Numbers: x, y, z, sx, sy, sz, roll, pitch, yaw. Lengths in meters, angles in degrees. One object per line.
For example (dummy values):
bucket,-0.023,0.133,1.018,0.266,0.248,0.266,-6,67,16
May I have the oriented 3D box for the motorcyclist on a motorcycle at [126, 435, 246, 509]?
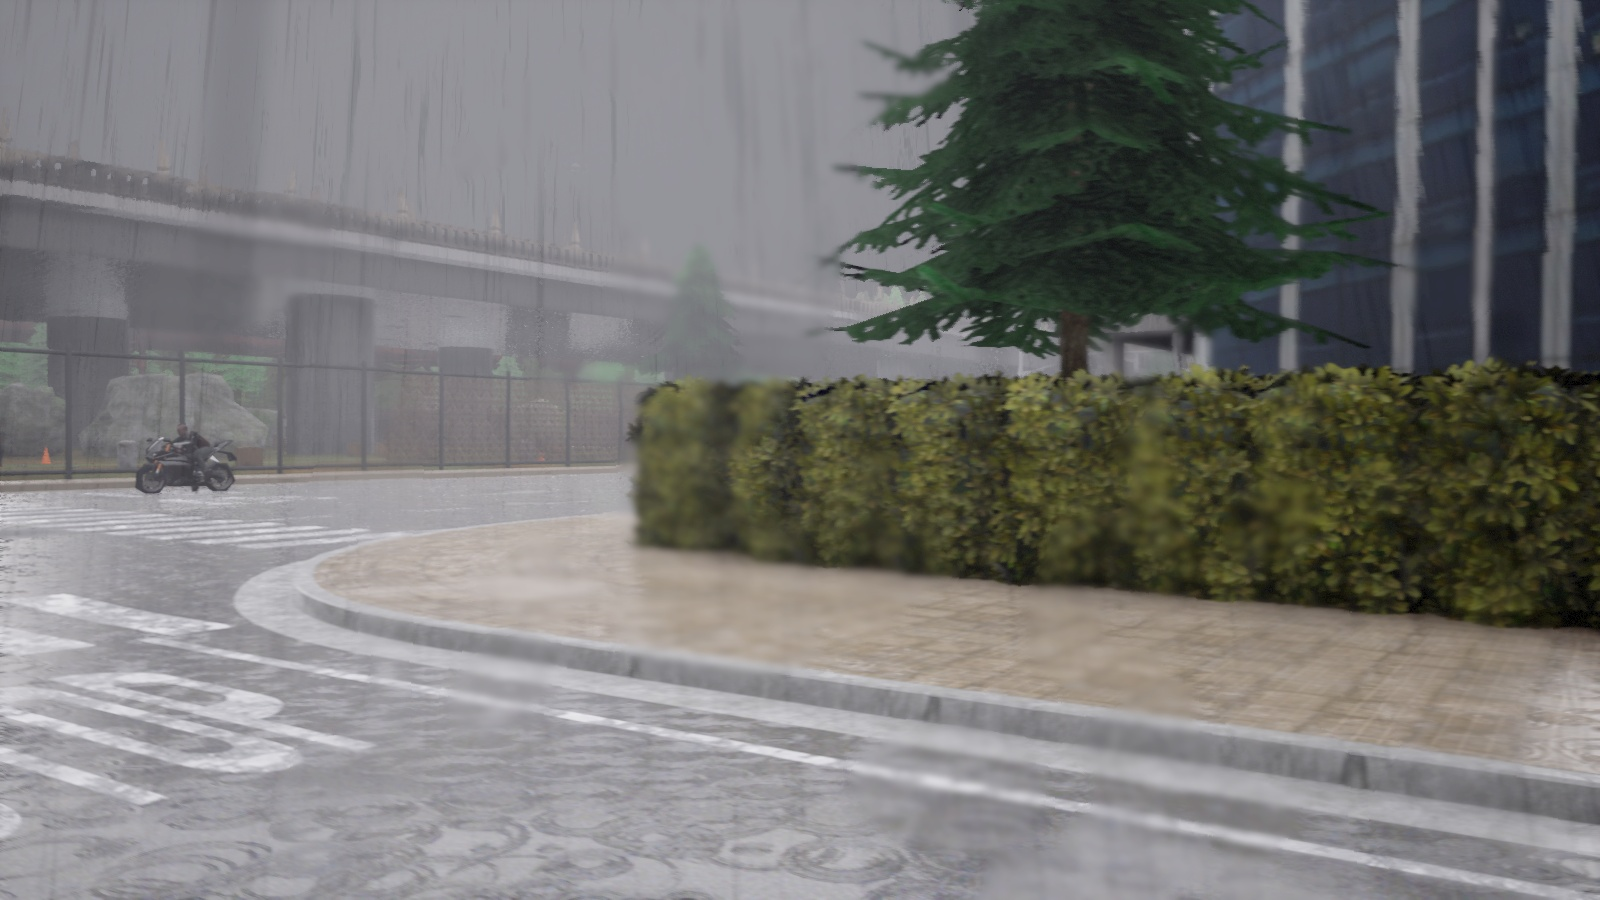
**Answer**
motorcyclist on a motorcycle,-13.355,0.458,27.374,0.866,1.530,2.191,0,1,34
